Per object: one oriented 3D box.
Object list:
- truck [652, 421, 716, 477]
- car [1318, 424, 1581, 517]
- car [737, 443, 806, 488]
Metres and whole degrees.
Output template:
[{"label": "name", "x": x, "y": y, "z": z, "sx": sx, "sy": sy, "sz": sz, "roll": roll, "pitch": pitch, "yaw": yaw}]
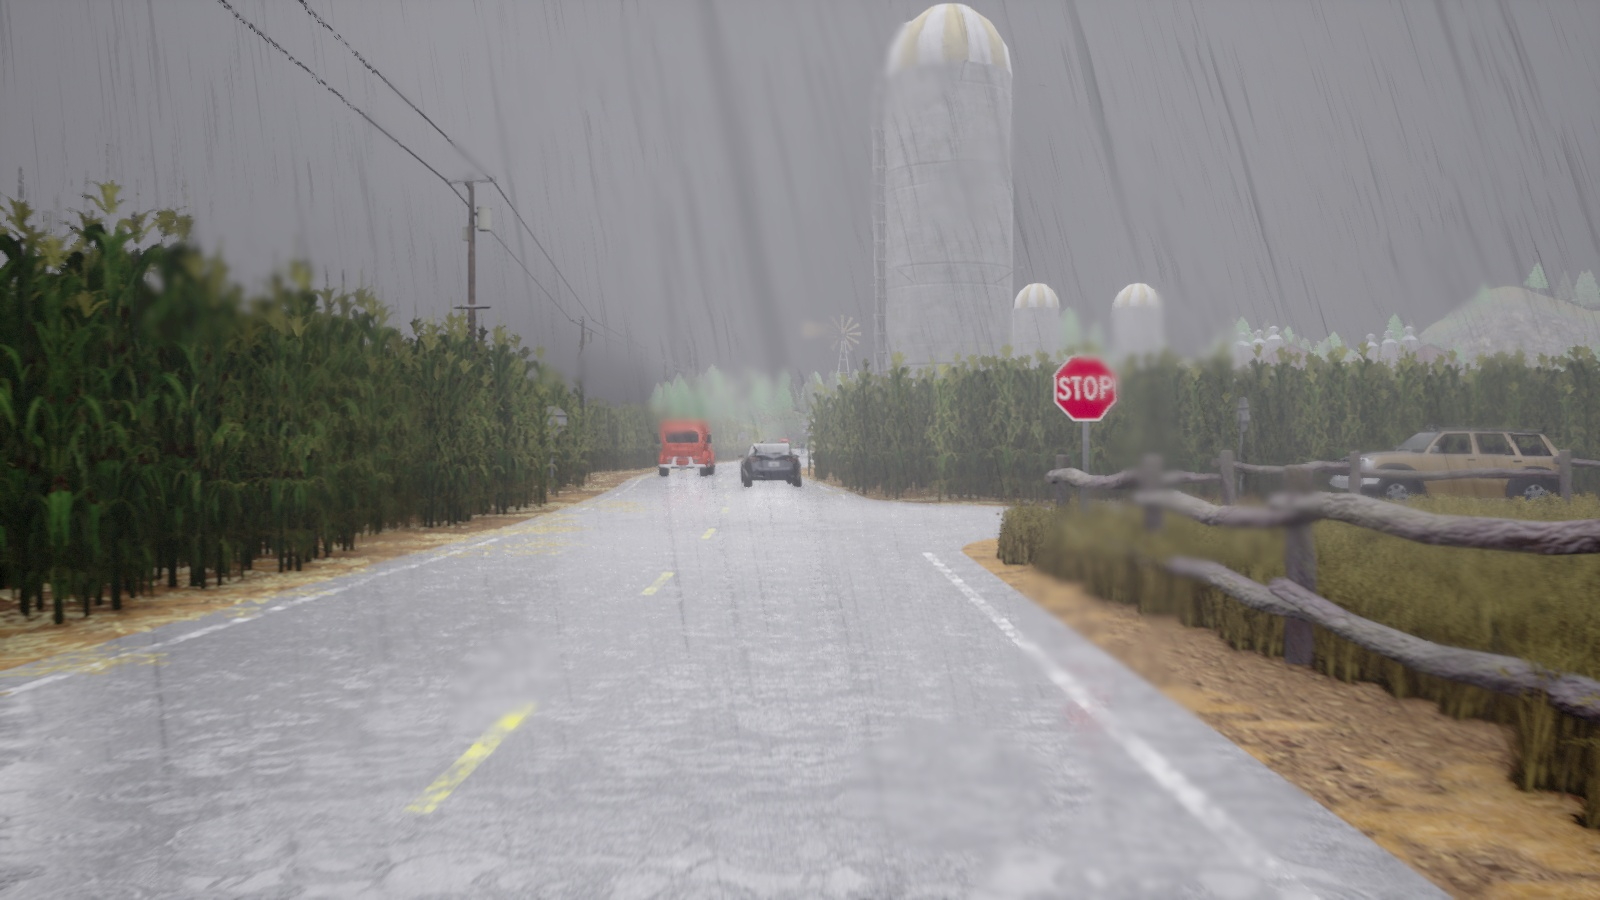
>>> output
[{"label": "truck", "x": -5.237, "y": -0.068, "z": 57.439, "sx": 2.627, "sy": 2.467, "sz": 5.204, "roll": 0, "pitch": 0, "yaw": -2}, {"label": "car", "x": 13.846, "y": 0.425, "z": 26.967, "sx": 4.605, "sy": 1.855, "sz": 1.932, "roll": 1, "pitch": 0, "yaw": 0}, {"label": "car", "x": -1.068, "y": 0.497, "z": 44.030, "sx": 2.163, "sy": 1.488, "sz": 4.792, "roll": 0, "pitch": 0, "yaw": -5}]
